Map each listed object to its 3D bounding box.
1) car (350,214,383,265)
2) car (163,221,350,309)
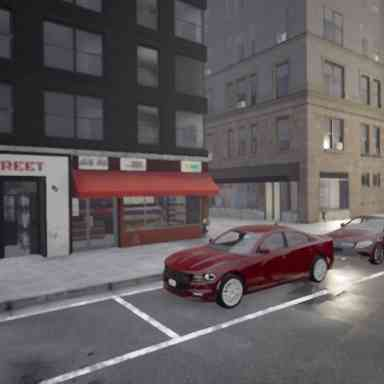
[{"bbox_3d":[5.973,1.401,10.903,4.206,1.307,1.802,-1,1,-35],"label":"car"},{"bbox_3d":[1.453,1.457,7.681,4.507,1.381,1.887,-1,1,-35],"label":"car"}]
